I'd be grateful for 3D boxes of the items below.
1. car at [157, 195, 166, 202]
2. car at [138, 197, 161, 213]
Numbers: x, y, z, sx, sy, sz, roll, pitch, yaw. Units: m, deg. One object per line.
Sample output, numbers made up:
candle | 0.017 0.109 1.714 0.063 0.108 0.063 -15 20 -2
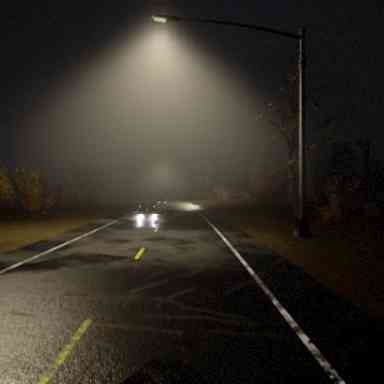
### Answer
car | -7.221 1.465 77.711 1.837 1.490 4.892 0 -1 -13
car | -4.697 1.563 36.027 1.895 1.301 4.718 0 0 -3
